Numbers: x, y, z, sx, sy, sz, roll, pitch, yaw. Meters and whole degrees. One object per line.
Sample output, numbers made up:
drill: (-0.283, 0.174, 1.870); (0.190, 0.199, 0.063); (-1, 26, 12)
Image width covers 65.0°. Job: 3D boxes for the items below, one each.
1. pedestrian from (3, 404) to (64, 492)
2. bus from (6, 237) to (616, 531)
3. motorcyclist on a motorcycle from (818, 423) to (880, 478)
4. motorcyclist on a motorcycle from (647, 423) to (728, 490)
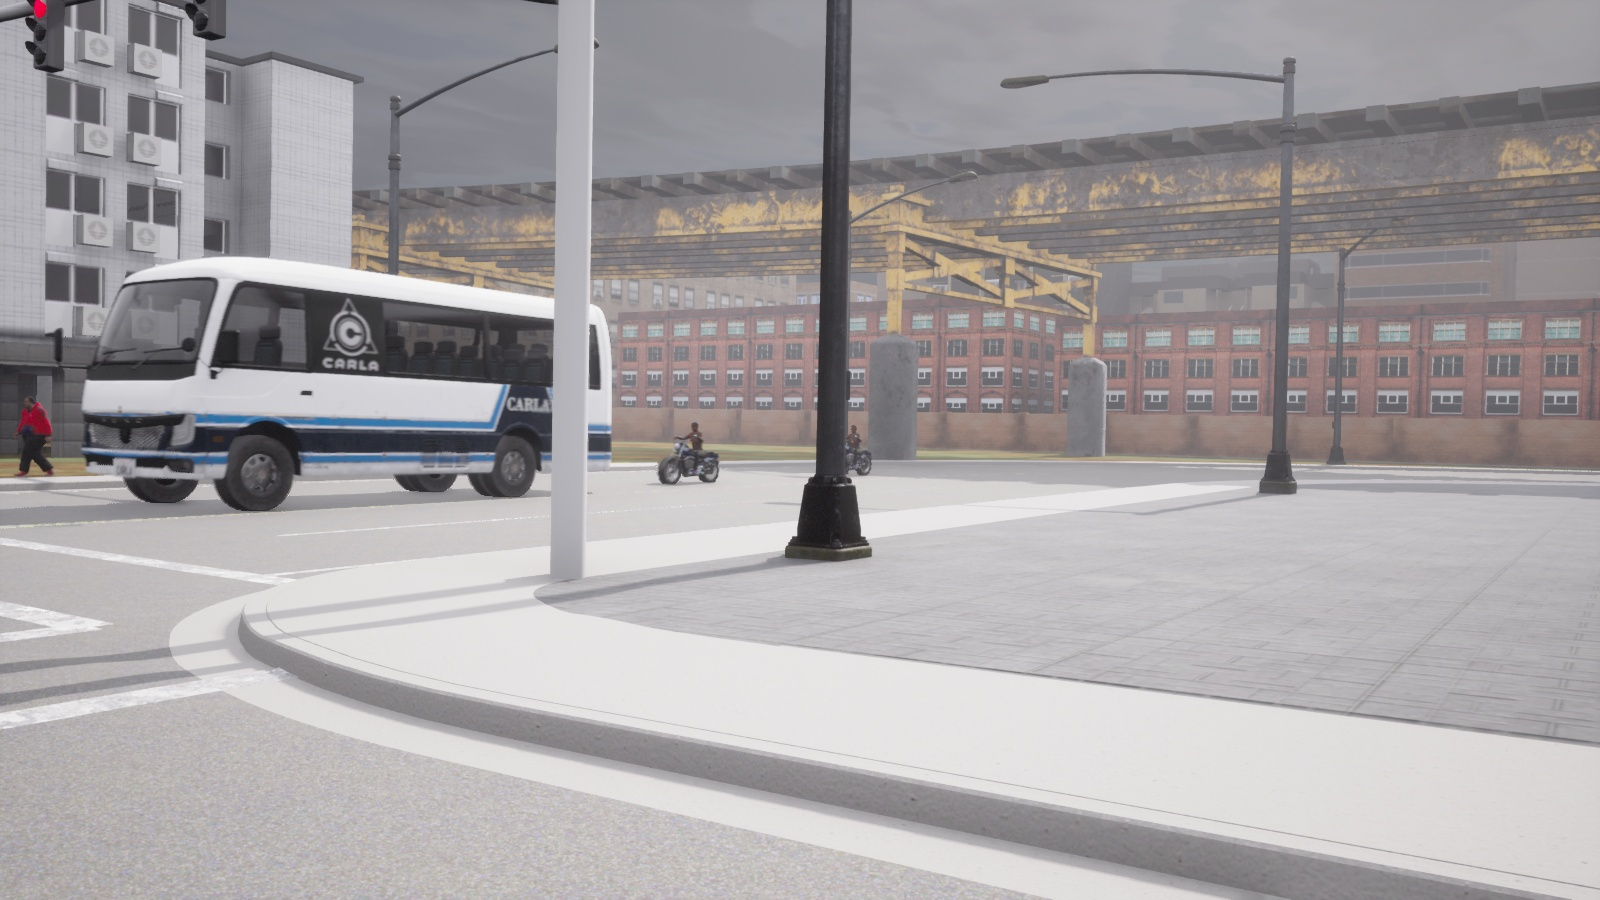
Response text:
pedestrian: (-16.346, -0.056, 26.774); (0.634, 1.844, 0.899); (1, 1, 31)
bus: (-8.370, -1.023, 23.531); (3.944, 4.253, 10.273); (1, 1, 33)
motorcyclist on a motorcycle: (1.537, -0.006, 38.897); (0.766, 1.649, 2.350); (1, 1, 35)
motorcyclist on a motorcycle: (-2.852, 0.131, 32.156); (0.766, 1.649, 2.350); (1, 2, 33)
